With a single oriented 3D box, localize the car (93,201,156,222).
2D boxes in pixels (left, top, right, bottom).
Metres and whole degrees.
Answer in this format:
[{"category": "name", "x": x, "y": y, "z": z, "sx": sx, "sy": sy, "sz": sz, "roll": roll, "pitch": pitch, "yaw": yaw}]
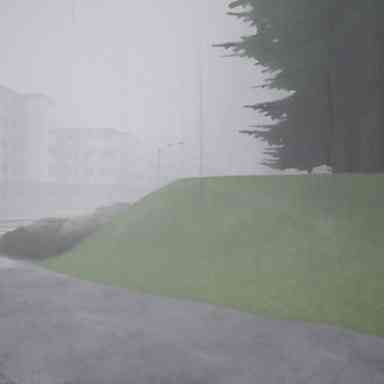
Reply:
[{"category": "car", "x": -5.406, "y": 1.498, "z": 26.135, "sx": 1.837, "sy": 1.490, "sz": 4.892, "roll": 0, "pitch": 0, "yaw": 36}]
